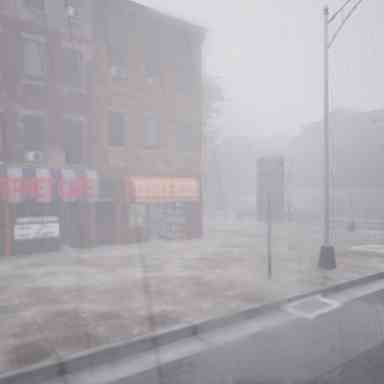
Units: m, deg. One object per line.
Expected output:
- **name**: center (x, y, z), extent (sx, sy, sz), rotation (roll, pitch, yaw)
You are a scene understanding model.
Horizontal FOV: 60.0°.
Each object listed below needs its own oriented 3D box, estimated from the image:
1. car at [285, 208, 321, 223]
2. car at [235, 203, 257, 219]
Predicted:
- **car**: center (10.166, 2.176, 31.843), extent (2.008, 1.369, 4.403), rotation (-2, 0, -35)
- **car**: center (6.943, 2.076, 36.348), extent (2.192, 1.841, 5.009), rotation (-2, 0, -35)
